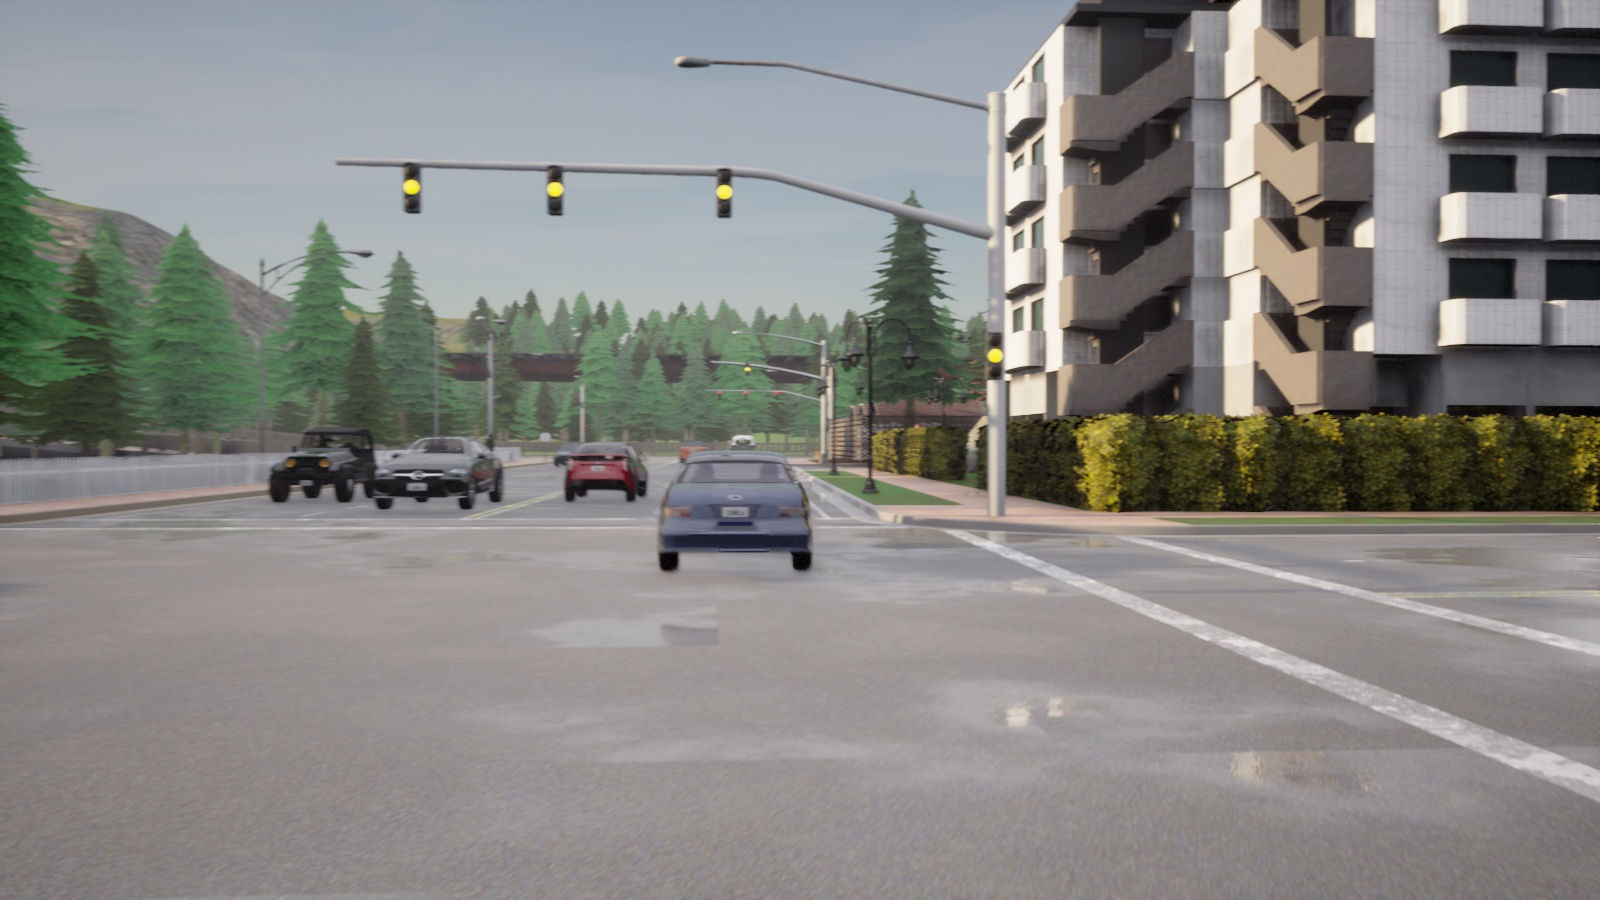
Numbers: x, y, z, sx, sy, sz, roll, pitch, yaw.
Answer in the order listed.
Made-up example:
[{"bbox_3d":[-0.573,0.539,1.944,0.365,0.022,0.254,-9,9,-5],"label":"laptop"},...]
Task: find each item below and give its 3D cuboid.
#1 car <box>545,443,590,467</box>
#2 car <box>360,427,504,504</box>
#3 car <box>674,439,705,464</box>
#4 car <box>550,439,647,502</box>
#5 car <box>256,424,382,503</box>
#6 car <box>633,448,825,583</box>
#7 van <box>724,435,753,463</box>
[{"bbox_3d":[-14.349,0.301,77.698,2.033,1.411,5.357,0,0,-3],"label":"car"},{"bbox_3d":[-8.542,0.326,29.659,2.152,1.651,5.027,0,0,-3],"label":"car"},{"bbox_3d":[-7.989,0.058,91.257,2.097,1.767,4.553,0,0,-3],"label":"car"},{"bbox_3d":[-5.197,0.487,32.966,2.007,1.525,4.514,0,0,-3],"label":"car"},{"bbox_3d":[-12.158,0.317,31.999,1.905,1.878,3.866,0,0,-3],"label":"car"},{"bbox_3d":[-0.883,0.699,16.060,2.033,1.411,5.357,0,0,-3],"label":"car"},{"bbox_3d":[-4.622,-0.083,94.139,2.069,2.038,4.480,0,0,-3],"label":"van"}]
